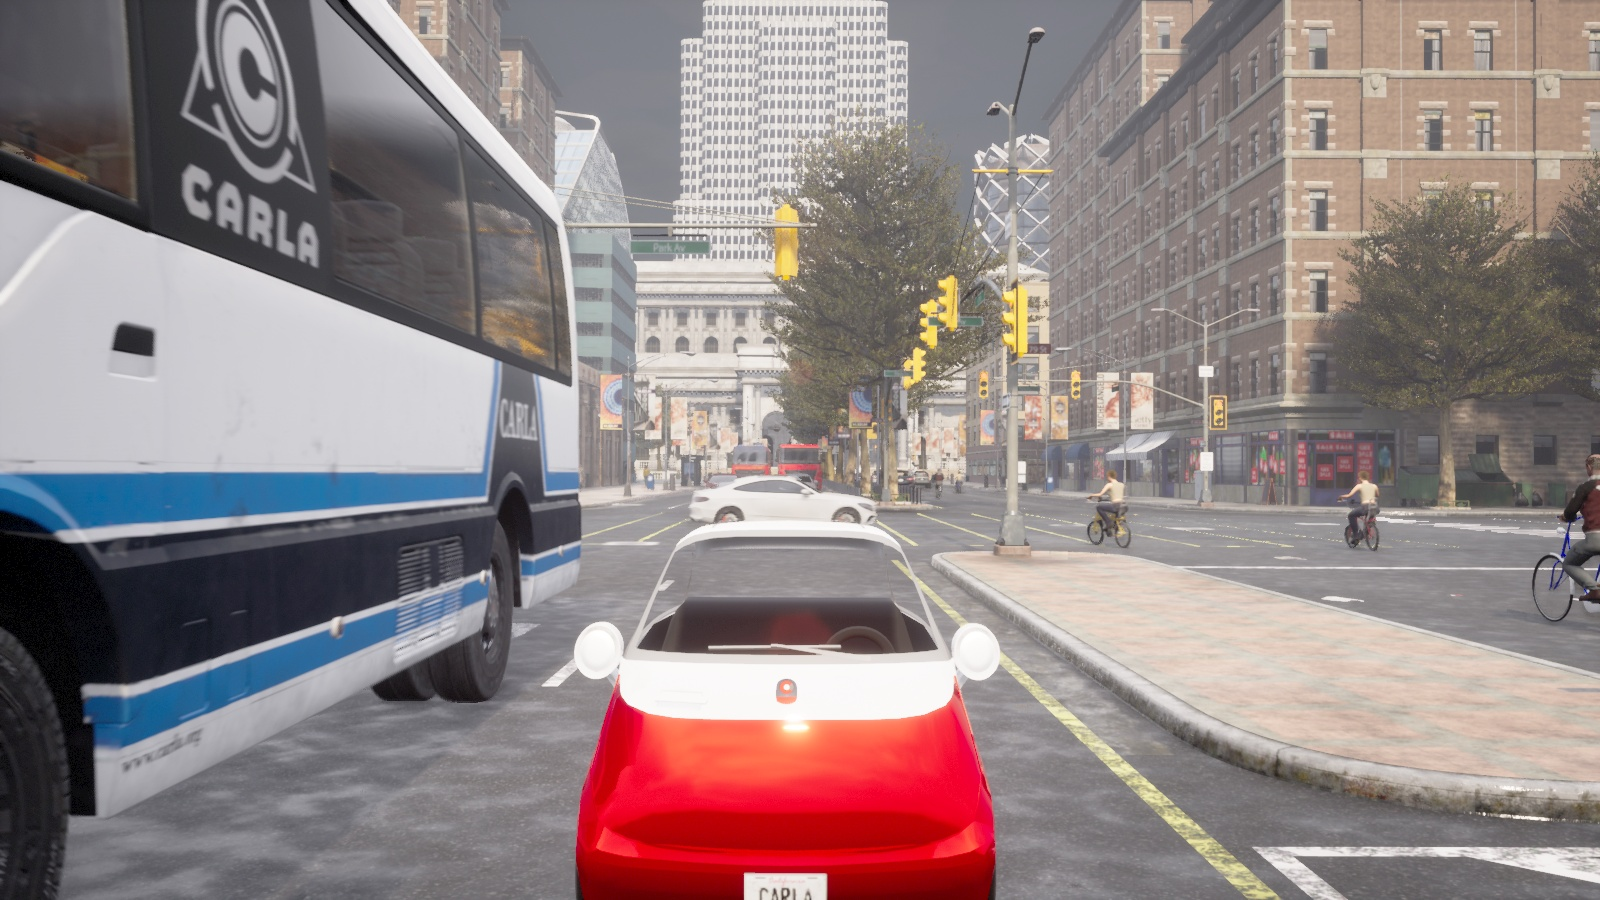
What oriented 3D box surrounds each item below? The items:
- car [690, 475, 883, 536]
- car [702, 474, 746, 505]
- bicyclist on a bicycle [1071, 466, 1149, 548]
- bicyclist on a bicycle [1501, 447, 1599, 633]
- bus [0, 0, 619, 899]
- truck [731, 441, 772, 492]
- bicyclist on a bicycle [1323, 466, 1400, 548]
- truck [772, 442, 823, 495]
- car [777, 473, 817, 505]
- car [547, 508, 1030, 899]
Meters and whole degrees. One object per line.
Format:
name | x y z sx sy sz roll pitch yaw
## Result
car | -0.329 1.367 31.364 4.674 1.442 1.812 0 -1 0
car | -3.653 1.877 61.008 1.812 1.442 4.674 0 -1 1
bicyclist on a bicycle | 6.447 1.163 26.207 0.866 1.612 1.509 0 0 -21
bicyclist on a bicycle | 7.942 0.866 12.700 0.659 1.776 1.843 0 -1 0
bus | -3.547 -0.450 5.855 3.944 4.253 10.273 0 -1 0
truck | -3.770 1.316 98.570 2.891 3.827 8.468 0 -1 0
bicyclist on a bicycle | 11.405 1.133 25.548 0.866 1.612 1.509 0 -1 0
truck | -0.245 1.282 86.502 2.891 3.462 7.936 0 -1 -4
car | -0.118 1.859 60.803 1.812 1.442 4.674 0 -1 1
car | -0.039 0.954 4.968 1.481 1.376 2.207 0 -1 0
